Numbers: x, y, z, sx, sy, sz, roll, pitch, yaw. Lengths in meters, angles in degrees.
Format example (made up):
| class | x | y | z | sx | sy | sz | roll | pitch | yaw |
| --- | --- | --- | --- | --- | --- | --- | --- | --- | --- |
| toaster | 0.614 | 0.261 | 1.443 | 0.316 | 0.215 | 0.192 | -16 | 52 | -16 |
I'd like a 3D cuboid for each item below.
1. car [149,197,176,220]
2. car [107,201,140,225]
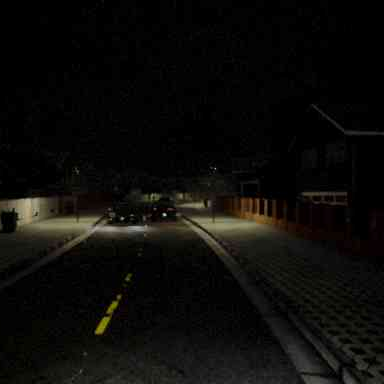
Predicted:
| class | x | y | z | sx | sy | sz | roll | pitch | yaw |
| --- | --- | --- | --- | --- | --- | --- | --- | --- | --- |
| car | -2.328 | 1.396 | 26.734 | 1.837 | 1.490 | 4.892 | 0 | 0 | -7 |
| car | -4.731 | 1.408 | 23.335 | 1.837 | 1.490 | 4.892 | 0 | 0 | -8 |
